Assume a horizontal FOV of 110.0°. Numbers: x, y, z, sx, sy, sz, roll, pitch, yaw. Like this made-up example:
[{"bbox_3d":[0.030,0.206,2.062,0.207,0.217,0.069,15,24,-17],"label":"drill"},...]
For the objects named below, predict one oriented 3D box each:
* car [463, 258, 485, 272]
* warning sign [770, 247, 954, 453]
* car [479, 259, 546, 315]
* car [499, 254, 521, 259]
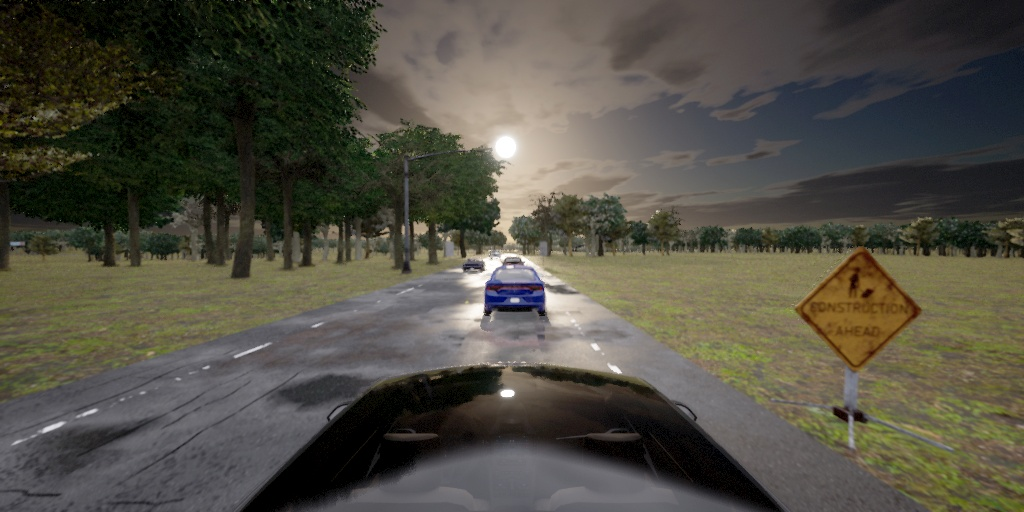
[{"bbox_3d":[-3.603,0.821,34.649,1.895,1.301,4.718,0,1,0],"label":"car"},{"bbox_3d":[3.550,0.832,3.775,1.300,1.860,1.060,0,0,0],"label":"warning sign"},{"bbox_3d":[0.089,1.052,12.633,1.882,1.535,5.008,0,1,0],"label":"car"},{"bbox_3d":[0.090,0.800,29.959,1.837,1.490,4.892,0,1,0],"label":"car"}]
